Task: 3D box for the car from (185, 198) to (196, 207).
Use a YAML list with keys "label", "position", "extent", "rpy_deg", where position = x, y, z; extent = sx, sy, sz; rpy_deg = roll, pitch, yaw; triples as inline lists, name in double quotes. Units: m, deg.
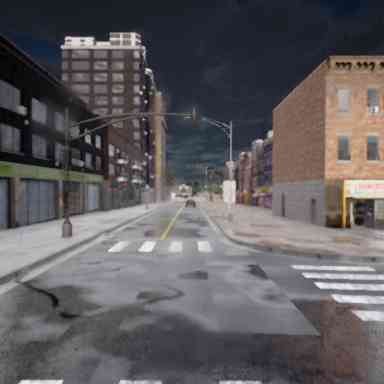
- label: "car"
  position: [-0.256, 1.944, 61.603]
  extent: [1.837, 1.490, 4.892]
  rpy_deg: [0, -1, 0]
